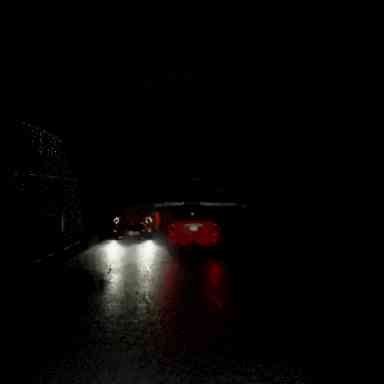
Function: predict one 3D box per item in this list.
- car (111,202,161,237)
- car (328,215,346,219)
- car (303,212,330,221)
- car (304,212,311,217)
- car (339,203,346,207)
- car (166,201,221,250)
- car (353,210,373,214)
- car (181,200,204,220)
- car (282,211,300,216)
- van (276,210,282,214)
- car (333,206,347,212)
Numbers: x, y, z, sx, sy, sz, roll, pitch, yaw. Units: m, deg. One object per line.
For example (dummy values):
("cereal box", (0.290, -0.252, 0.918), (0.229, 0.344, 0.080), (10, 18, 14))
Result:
("car", (-2.872, 1.374, 17.934), (2.097, 1.767, 4.553), (0, 0, 0))
("car", (19.744, 4.475, 45.872), (2.435, 2.045, 5.566), (0, 1, -18))
("car", (23.380, 4.578, 62.727), (2.163, 1.488, 4.792), (0, 0, -19))
("car", (20.415, 4.297, 62.807), (2.435, 2.045, 5.566), (0, 0, -18))
("car", (40.644, 4.318, 84.011), (5.366, 1.575, 1.946), (-1, 0, -17))
("car", (0.065, 1.370, 14.447), (2.097, 1.767, 4.553), (0, 0, 0))
("car", (40.121, 4.134, 77.936), (5.566, 2.045, 2.435), (-1, 1, -17))
("car", (0.039, 1.542, 29.796), (1.837, 1.490, 4.892), (0, 0, 0))
("car", (17.457, 4.297, 62.896), (2.435, 2.045, 5.566), (0, 0, -18))
("van", (14.444, 4.324, 63.116), (1.878, 1.987, 4.442), (0, 0, -18))
("car", (26.298, 4.297, 62.679), (2.435, 2.045, 5.566), (0, 0, -18))
